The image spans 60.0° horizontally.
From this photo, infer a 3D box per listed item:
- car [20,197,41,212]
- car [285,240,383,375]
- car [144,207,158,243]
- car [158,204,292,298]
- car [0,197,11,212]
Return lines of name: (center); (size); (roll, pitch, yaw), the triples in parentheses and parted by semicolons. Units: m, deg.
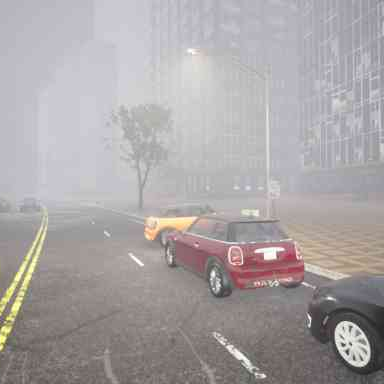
car: (-19.072, 1.393, 39.341); (2.097, 1.767, 4.553); (0, 0, -24)
car: (3.588, 1.505, 3.462); (1.837, 1.490, 4.892); (0, 0, -36)
car: (0.252, 1.276, 14.589); (4.553, 1.767, 2.097); (-3, 1, -18)
car: (0.821, 1.355, 8.916); (2.097, 1.767, 4.553); (0, 0, -22)
car: (-22.033, 1.390, 38.002); (2.097, 1.767, 4.553); (0, 0, -24)
